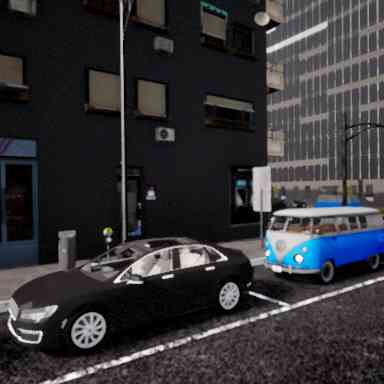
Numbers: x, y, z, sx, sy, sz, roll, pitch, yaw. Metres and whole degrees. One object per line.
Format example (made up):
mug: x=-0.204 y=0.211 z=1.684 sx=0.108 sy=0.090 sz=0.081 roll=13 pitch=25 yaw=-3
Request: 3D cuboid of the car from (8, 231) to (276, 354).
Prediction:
car: x=-0.803 y=1.547 z=5.999 sx=4.403 sy=1.369 sz=2.008 roll=0 pitch=-1 yaw=-35

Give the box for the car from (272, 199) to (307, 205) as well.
car: x=9.797 y=1.366 z=34.414 sx=1.947 sy=1.339 sz=4.313 roll=-1 pitch=1 yaw=-35

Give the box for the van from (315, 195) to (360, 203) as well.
van: x=12.976 y=1.167 z=29.897 sx=1.690 sy=1.788 sz=3.998 roll=-1 pitch=1 yaw=-35

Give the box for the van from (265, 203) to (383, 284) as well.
van: x=3.755 y=1.329 z=9.255 sx=3.998 sy=1.788 sz=1.690 roll=0 pitch=-1 yaw=-35
